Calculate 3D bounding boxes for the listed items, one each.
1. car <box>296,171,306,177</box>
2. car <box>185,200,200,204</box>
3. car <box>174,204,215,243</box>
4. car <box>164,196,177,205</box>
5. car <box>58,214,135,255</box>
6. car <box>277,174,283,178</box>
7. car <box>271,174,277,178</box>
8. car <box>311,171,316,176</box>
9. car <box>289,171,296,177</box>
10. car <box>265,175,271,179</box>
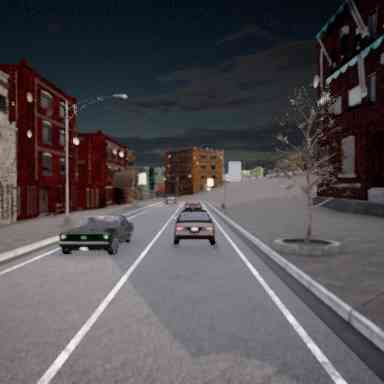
[{"bbox_3d":[23.549,-3.589,67.009,2.163,1.488,4.792,0,1,-6],"label":"car"},{"bbox_3d":[0.108,1.561,37.897,1.895,1.301,4.718,0,0,0],"label":"car"},{"bbox_3d":[0.103,1.531,15.832,2.033,1.411,5.357,0,0,0],"label":"car"},{"bbox_3d":[-3.535,1.469,56.526,1.812,1.442,4.674,0,0,1],"label":"car"},{"bbox_3d":[-3.597,1.586,13.293,1.895,1.301,4.718,0,0,0],"label":"car"},{"bbox_3d":[22.463,-3.833,78.206,2.097,1.535,5.008,0,1,-4],"label":"car"},{"bbox_3d":[22.112,-3.899,83.743,2.002,1.452,4.674,0,1,-2],"label":"car"},{"bbox_3d":[24.250,-3.473,61.536,2.002,1.452,4.674,0,1,-7],"label":"car"},{"bbox_3d":[22.930,-3.853,72.700,2.185,1.767,4.553,0,1,-5],"label":"car"},{"bbox_3d":[21.880,-4.039,89.285,2.231,1.521,4.892,0,1,-1],"label":"car"}]
